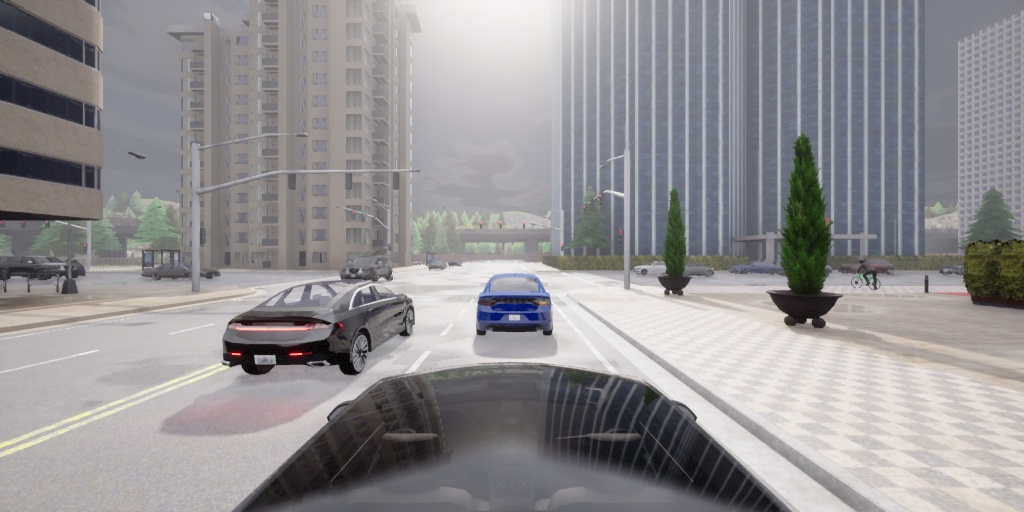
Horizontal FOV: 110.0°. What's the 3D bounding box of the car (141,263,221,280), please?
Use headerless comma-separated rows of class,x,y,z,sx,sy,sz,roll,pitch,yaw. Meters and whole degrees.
car,-27.823,1.297,30.204,5.357,1.411,2.033,0,0,-1

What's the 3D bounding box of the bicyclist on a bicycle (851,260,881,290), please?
bicyclist on a bicycle,19.632,1.051,19.926,0.582,1.620,1.656,0,0,-1

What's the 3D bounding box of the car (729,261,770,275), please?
car,25.541,1.276,37.965,4.674,1.442,1.812,0,0,0

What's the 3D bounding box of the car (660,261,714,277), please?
car,16.993,1.314,34.382,4.181,1.385,1.994,0,0,-1

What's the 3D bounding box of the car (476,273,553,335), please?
car,0.071,1.228,10.493,1.882,1.535,5.008,0,0,0

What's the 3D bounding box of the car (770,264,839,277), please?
car,28.077,1.276,34.489,4.674,1.442,1.812,0,0,0

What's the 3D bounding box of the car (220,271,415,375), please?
car,-3.446,1.242,7.455,2.128,1.511,4.902,0,0,0

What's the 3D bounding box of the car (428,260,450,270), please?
car,-10.624,1.313,51.166,1.994,1.385,4.181,0,0,0

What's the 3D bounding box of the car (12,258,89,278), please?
car,-43.316,1.105,33.732,4.553,1.767,2.097,0,0,-1

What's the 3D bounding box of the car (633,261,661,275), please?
car,15.190,1.276,37.863,4.674,1.442,1.812,0,0,-1

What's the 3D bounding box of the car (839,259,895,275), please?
car,37.540,1.104,38.080,4.553,1.767,2.097,0,0,0

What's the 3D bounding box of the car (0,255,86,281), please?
car,-39.812,0.971,30.101,5.566,2.045,2.150,0,0,0

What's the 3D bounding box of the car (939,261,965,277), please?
car,44.362,1.242,34.612,4.902,1.511,2.128,0,0,0

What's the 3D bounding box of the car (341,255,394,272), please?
car,-10.614,0.971,26.728,2.150,2.045,5.566,0,0,0
